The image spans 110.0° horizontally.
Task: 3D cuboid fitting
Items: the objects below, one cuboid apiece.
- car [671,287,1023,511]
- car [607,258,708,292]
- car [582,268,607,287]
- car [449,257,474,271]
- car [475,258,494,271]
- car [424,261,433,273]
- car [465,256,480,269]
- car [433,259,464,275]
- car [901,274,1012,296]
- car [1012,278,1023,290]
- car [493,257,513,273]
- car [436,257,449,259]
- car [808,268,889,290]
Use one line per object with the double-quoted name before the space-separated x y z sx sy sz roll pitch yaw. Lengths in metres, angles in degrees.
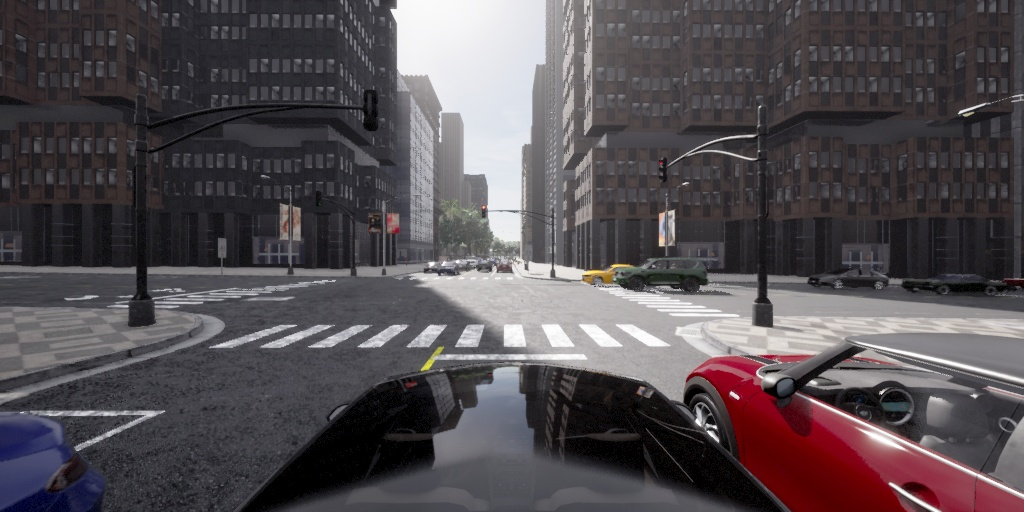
"car" 2.761 1.190 2.173 1.967 1.591 4.097 0 0 0
"car" 9.157 1.129 22.285 5.566 2.045 2.150 1 0 -1
"car" 7.492 1.357 25.514 5.008 1.535 1.882 1 0 -1
"car" -6.831 1.261 48.601 2.128 1.511 4.902 0 0 -1
"car" -3.658 1.295 48.929 1.812 1.442 4.674 0 0 -1
"car" -9.428 1.324 43.426 1.948 1.339 4.313 0 0 -1
"car" -6.961 1.015 59.232 2.150 2.045 5.566 0 0 0
"car" -6.684 1.294 38.334 2.033 1.411 5.357 0 0 -1
"car" 27.574 1.775 22.523 4.718 1.301 1.895 1 0 -1
"car" 38.734 1.934 25.901 4.718 1.301 1.895 1 0 0
"car" -0.904 1.197 43.539 1.967 1.591 4.097 0 0 -1
"car" -9.502 1.084 48.851 2.192 1.841 5.009 0 0 -1
"car" 24.057 1.626 25.729 4.892 1.490 1.837 1 0 -1
